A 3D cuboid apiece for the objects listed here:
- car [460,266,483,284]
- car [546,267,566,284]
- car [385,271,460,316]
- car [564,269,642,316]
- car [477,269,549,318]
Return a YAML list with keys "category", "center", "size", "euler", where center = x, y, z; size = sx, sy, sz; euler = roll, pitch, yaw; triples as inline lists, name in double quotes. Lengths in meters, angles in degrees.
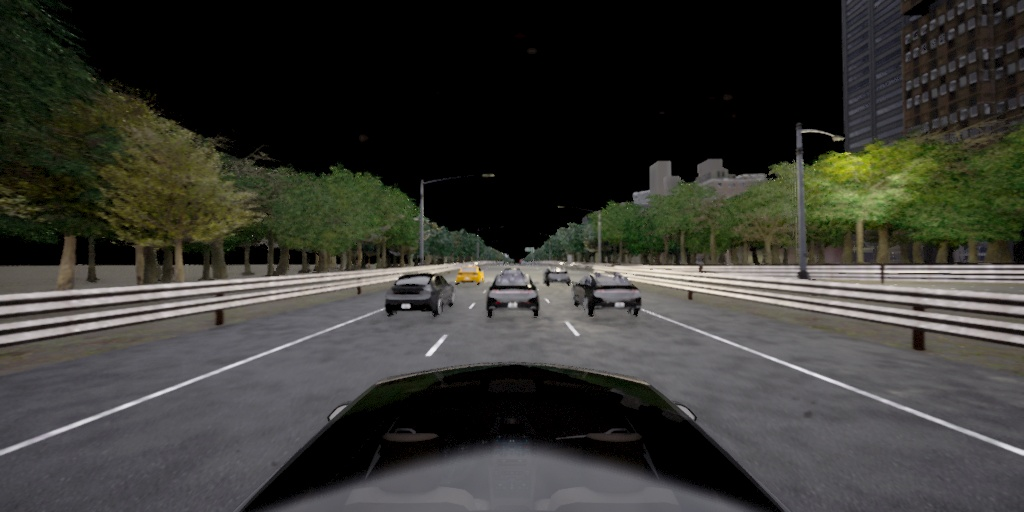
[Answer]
- category: "car"
  center: [-3.446, 1.596, 30.283]
  size: [1.882, 1.535, 5.008]
  euler: [0, 0, 1]
- category: "car"
  center: [3.543, 1.599, 29.134]
  size: [2.128, 1.511, 4.902]
  euler: [0, -1, 0]
- category: "car"
  center: [-3.457, 1.424, 14.191]
  size: [1.837, 1.490, 4.892]
  euler: [0, 0, 1]
- category: "car"
  center: [3.542, 1.410, 14.135]
  size: [2.128, 1.511, 4.902]
  euler: [0, -1, 1]
- category: "car"
  center: [0.041, 1.405, 13.893]
  size: [2.128, 1.511, 4.902]
  euler: [0, -1, 0]
